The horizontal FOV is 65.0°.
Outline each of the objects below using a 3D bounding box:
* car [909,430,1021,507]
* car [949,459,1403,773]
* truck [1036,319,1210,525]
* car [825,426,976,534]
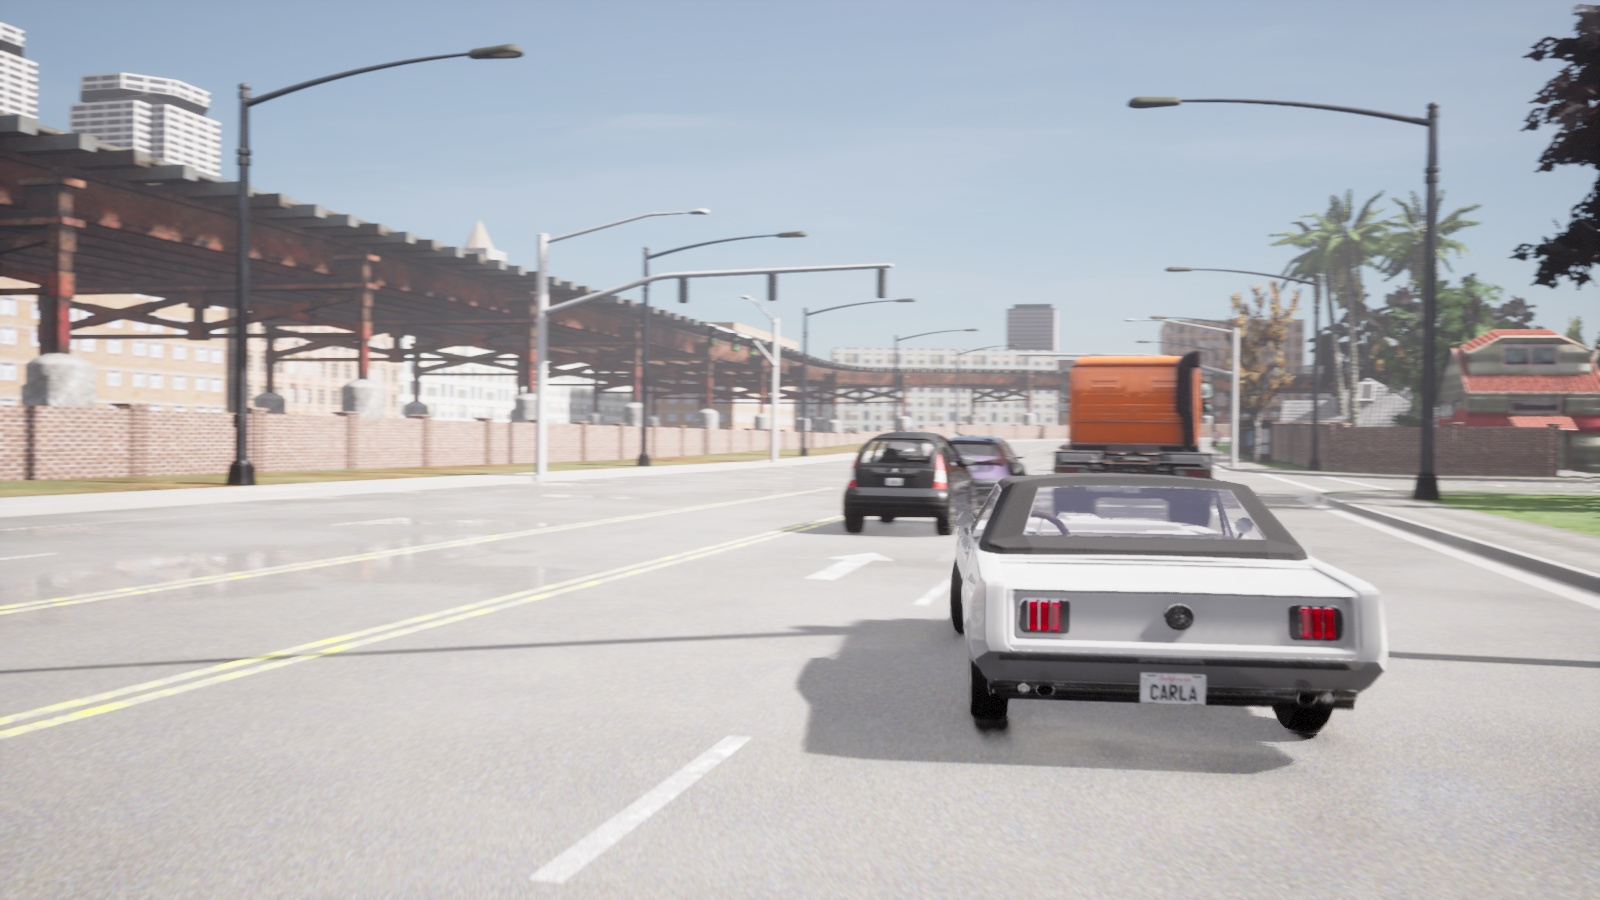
[{"bbox_3d":[3.978,0.382,29.532,2.033,1.649,4.856,0,1,15],"label":"car"},{"bbox_3d":[1.945,0.754,7.968,1.895,1.301,4.718,0,1,6],"label":"car"},{"bbox_3d":[6.518,-0.507,25.389,2.891,3.462,7.936,0,1,15],"label":"truck"},{"bbox_3d":[1.786,0.437,21.073,1.851,1.617,3.988,0,1,14],"label":"car"}]
